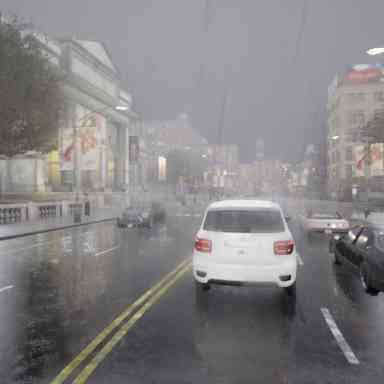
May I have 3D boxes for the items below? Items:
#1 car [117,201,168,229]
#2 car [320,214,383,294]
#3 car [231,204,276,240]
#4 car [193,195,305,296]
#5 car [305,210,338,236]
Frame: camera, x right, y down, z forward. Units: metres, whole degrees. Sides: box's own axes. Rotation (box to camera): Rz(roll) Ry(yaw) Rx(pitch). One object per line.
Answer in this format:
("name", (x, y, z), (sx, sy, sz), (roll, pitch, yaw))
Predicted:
("car", (-3.125, 1.370, 21.591), (2.097, 1.767, 4.553), (0, 0, 12))
("car", (4.978, 1.547, 8.567), (2.033, 1.411, 5.357), (0, 0, 11))
("car", (3.425, 1.490, 18.249), (2.128, 1.511, 4.902), (0, 0, 12))
("car", (1.464, 1.221, 8.943), (2.150, 2.045, 5.566), (0, 0, 11))
("car", (6.965, 1.599, 18.018), (1.895, 1.301, 4.718), (0, 0, 12))
